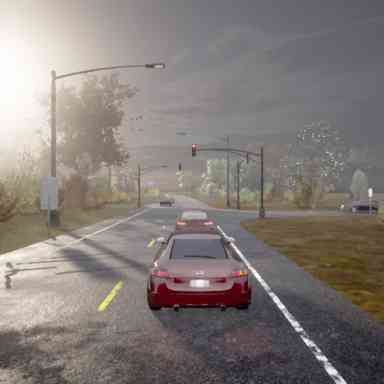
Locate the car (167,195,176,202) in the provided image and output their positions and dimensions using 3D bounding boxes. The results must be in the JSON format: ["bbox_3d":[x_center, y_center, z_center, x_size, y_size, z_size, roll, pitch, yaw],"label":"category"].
[{"bbox_3d":[-4.686,1.482,75.881,1.882,1.535,5.008,0,0,-2],"label":"car"}]

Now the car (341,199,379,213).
[{"bbox_3d":[19.162,1.505,37.010,4.902,1.511,2.128,0,0,1],"label":"car"}]

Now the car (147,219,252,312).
[{"bbox_3d":[0.102,1.564,7.806,1.994,1.385,4.181,0,0,-1],"label":"car"}]

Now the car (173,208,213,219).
[{"bbox_3d":[0.067,1.526,16.566,1.812,1.442,4.674,0,0,-2],"label":"car"}]

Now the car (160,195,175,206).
[{"bbox_3d":[-4.140,1.603,53.175,1.895,1.301,4.718,0,0,-1],"label":"car"}]
